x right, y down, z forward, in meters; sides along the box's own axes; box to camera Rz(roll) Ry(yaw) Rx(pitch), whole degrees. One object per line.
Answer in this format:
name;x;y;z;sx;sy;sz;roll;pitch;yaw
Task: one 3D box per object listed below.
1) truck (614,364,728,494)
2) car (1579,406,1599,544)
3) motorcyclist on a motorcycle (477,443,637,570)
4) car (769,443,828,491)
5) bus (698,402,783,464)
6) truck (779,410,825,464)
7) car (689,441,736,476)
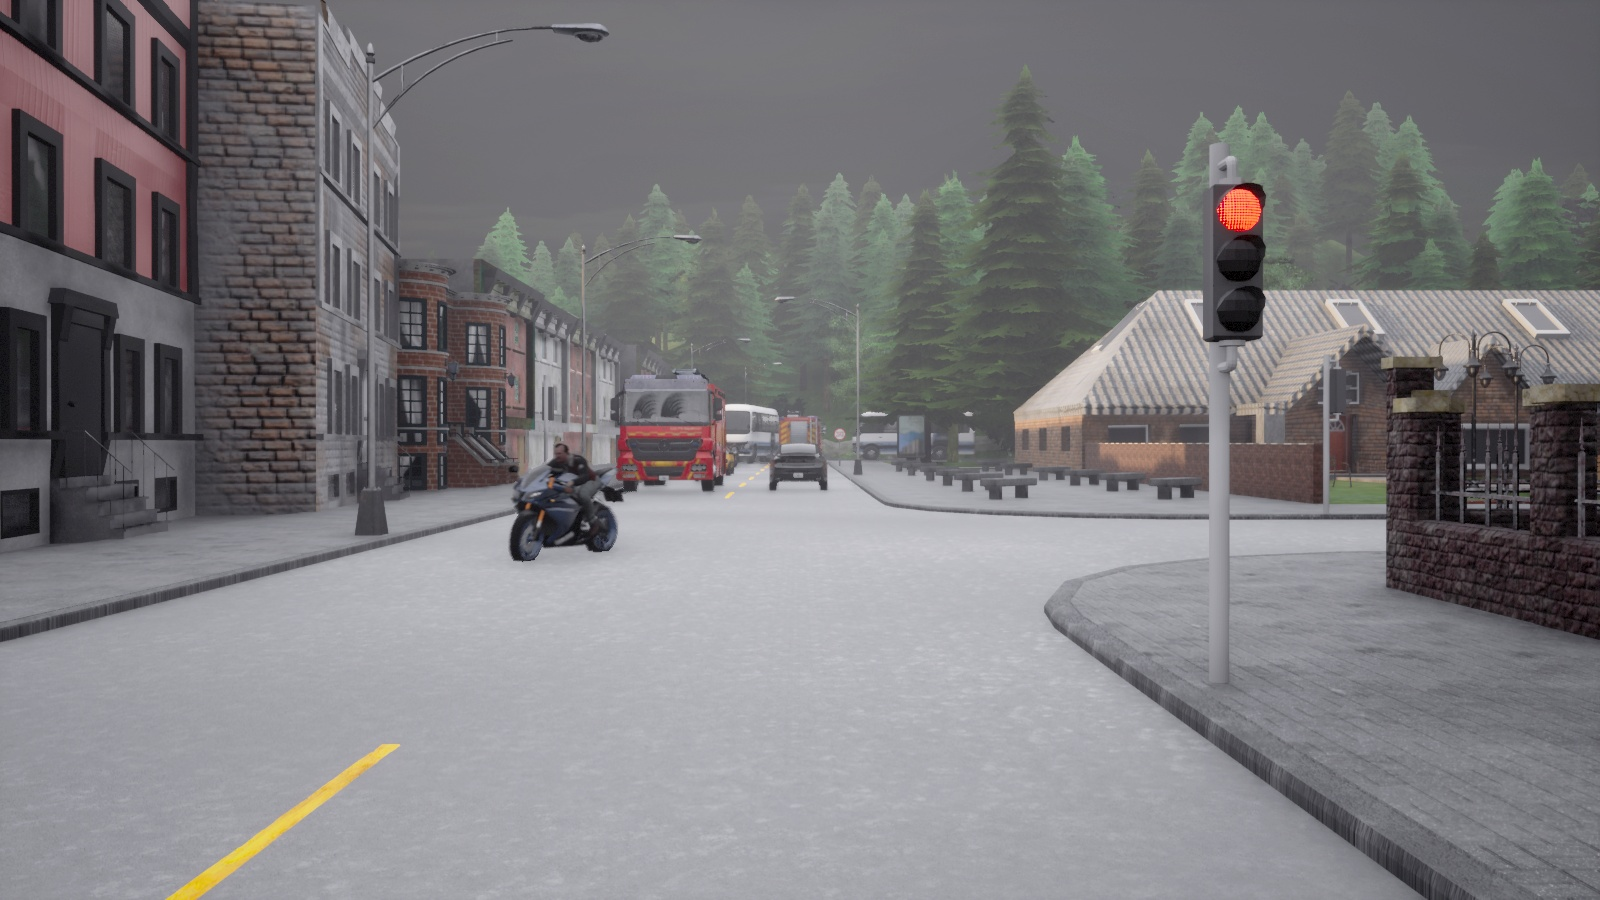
truck;-4.048;-0.654;41.252;2.891;3.827;8.468;0;0;0
car;14.694;0.375;18.153;5.566;2.045;2.150;0;0;-1
motorcyclist on a motorcycle;-3.136;0.686;16.447;0.866;1.530;2.191;1;1;27
car;-0.051;0.517;41.457;1.837;1.490;4.892;0;0;0
bus;-4.204;-1.176;92.023;3.944;4.253;10.273;1;0;11
truck;0.202;-0.946;93.767;2.891;3.827;8.468;0;0;4
car;-4.050;0.350;58.914;1.801;1.575;5.366;0;0;0
